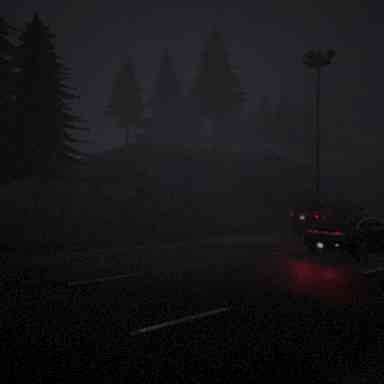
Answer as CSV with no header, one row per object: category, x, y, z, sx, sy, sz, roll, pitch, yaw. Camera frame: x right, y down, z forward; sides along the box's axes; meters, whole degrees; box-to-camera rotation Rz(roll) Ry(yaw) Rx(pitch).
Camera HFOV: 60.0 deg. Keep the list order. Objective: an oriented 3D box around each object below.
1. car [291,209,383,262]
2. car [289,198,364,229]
car,6.270,1.588,12.528,4.902,1.511,2.128,0,0,-35
car,7.540,1.349,17.715,5.566,2.045,2.150,0,0,-35
